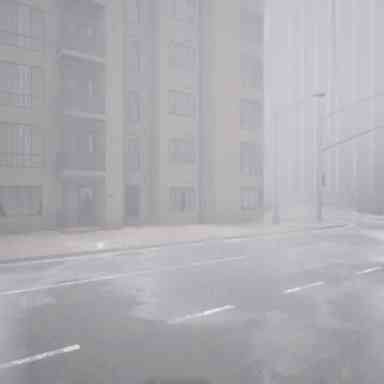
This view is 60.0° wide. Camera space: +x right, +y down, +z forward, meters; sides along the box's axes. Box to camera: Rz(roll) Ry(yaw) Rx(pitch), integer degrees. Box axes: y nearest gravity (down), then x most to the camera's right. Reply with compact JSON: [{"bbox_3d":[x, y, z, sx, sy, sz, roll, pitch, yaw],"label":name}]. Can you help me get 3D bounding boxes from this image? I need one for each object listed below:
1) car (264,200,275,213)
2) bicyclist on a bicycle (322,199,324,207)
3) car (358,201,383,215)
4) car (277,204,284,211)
[{"bbox_3d":[6.787,1.539,37.110,1.812,1.442,4.674,0,0,-35],"label":"car"},{"bbox_3d":[18.357,1.322,47.577,1.656,1.620,0.582,0,0,-34],"label":"bicyclist on a bicycle"},{"bbox_3d":[18.392,1.581,32.255,1.994,1.385,4.181,0,0,-28],"label":"car"},{"bbox_3d":[8.770,1.616,40.373,1.895,1.301,4.718,0,0,-34],"label":"car"}]
